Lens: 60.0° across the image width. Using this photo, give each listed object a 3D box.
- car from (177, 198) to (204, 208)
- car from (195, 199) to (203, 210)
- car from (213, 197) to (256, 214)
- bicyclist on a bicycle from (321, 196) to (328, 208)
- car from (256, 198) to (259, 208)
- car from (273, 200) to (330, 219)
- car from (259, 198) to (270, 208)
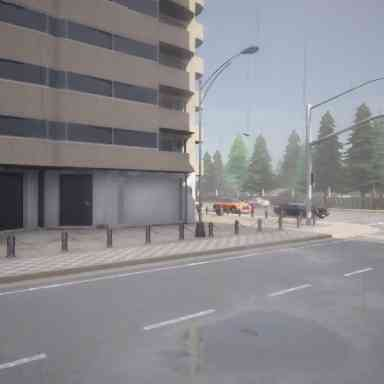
[{"bbox_3d":[-0.231,1.619,49.058,1.994,1.385,4.181,0,0,-36],"label":"car"},{"bbox_3d":[-0.958,1.533,44.079,1.882,1.535,5.008,0,0,-36],"label":"car"},{"bbox_3d":[4.396,1.407,36.646,2.097,1.767,4.553,0,0,-36],"label":"car"},{"bbox_3d":[17.331,1.356,43.469,1.656,1.620,0.582,0,0,-36],"label":"bicyclist on a bicycle"},{"bbox_3d":[5.571,1.656,40.996,1.895,1.301,4.718,0,0,-36],"label":"car"},{"bbox_3d":[9.613,1.656,29.414,1.895,1.301,4.718,0,0,-36],"label":"car"},{"bbox_3d":[9.187,1.581,48.279,1.812,1.442,4.674,0,0,-36],"label":"car"}]
